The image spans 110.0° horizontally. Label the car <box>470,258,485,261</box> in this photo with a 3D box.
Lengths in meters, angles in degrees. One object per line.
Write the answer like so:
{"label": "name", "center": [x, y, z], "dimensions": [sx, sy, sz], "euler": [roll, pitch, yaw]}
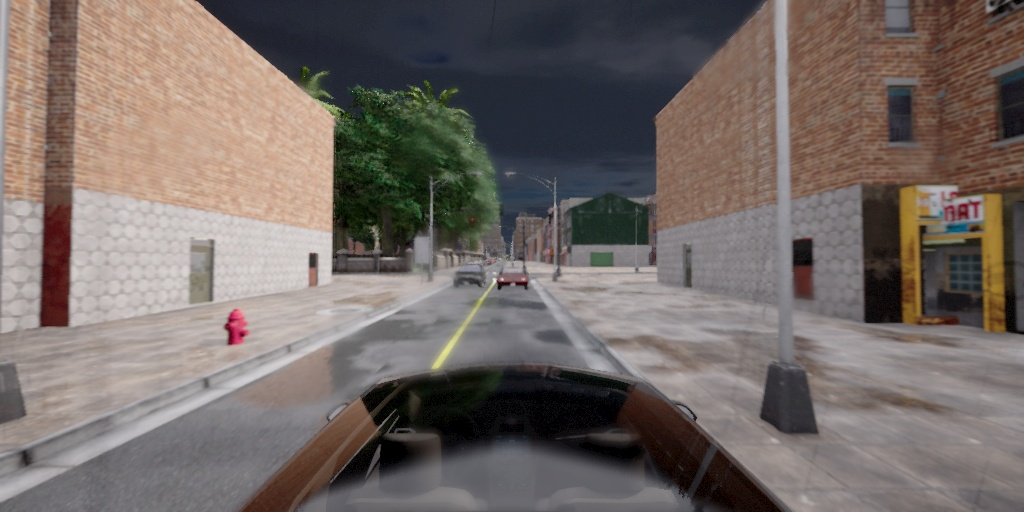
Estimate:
{"label": "car", "center": [-5.434, 1.271, 50.908], "dimensions": [2.007, 1.370, 4.403], "euler": [0, 0, 0]}

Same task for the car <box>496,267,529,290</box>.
{"label": "car", "center": [0.068, 1.333, 22.422], "dimensions": [1.895, 1.301, 4.718], "euler": [0, 0, 1]}

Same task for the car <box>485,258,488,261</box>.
{"label": "car", "center": [-5.451, 1.274, 58.043], "dimensions": [2.007, 1.370, 4.403], "euler": [0, 0, 0]}

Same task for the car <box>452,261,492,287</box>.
{"label": "car", "center": [-2.710, 1.275, 24.242], "dimensions": [2.033, 1.411, 5.357], "euler": [0, 0, 0]}

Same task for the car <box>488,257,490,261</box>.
{"label": "car", "center": [-5.484, 1.294, 63.493], "dimensions": [1.948, 1.339, 4.313], "euler": [0, 0, 0]}
